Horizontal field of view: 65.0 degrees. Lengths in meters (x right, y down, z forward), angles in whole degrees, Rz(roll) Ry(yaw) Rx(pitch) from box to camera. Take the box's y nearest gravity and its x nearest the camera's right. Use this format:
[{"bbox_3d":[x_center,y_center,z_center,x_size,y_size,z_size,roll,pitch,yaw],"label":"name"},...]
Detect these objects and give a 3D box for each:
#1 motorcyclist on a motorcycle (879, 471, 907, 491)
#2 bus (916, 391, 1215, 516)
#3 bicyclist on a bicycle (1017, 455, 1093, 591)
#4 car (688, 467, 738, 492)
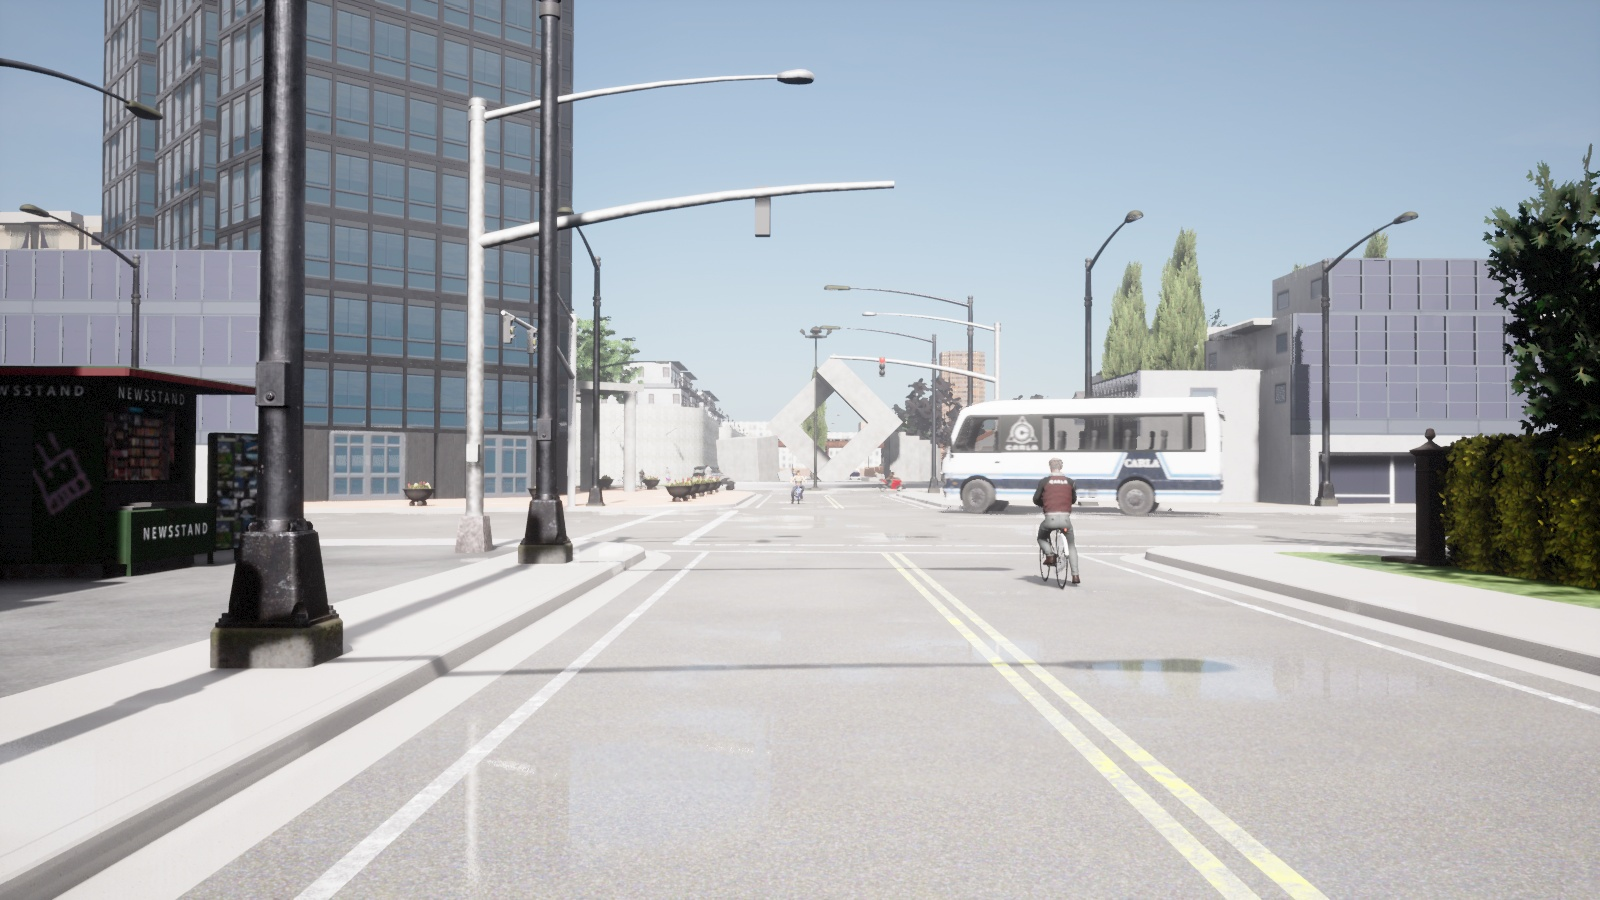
[{"bbox_3d":[7.116,2.380,96.221,2.044,1.523,0.797,0,-2,-9],"label":"motorcyclist on a motorcycle"},{"bbox_3d":[9.828,0.180,46.530,10.273,4.253,3.944,-1,0,21],"label":"bus"},{"bbox_3d":[3.485,0.961,17.280,0.659,1.776,1.843,0,-1,0],"label":"bicyclist on a bicycle"},{"bbox_3d":[-6.579,2.227,94.932,1.905,1.878,3.866,1,-1,-39],"label":"car"}]
